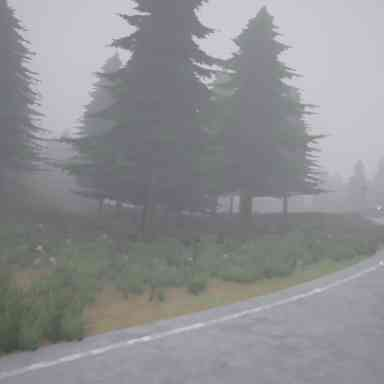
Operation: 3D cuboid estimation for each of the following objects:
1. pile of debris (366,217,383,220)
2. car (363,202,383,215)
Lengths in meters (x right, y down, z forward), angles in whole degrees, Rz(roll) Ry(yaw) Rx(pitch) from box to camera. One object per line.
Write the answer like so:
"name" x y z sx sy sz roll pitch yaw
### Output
"pile of debris" 18.517 2.608 32.895 1.500 0.140 1.860 5 -3 -5
"car" 18.308 1.792 33.476 2.097 1.767 4.553 5 -3 -4
